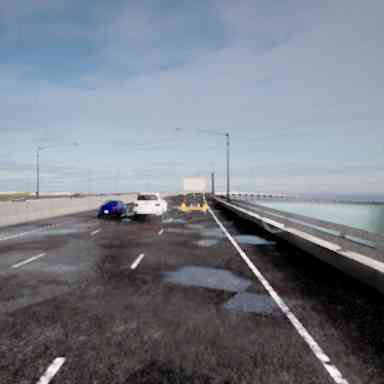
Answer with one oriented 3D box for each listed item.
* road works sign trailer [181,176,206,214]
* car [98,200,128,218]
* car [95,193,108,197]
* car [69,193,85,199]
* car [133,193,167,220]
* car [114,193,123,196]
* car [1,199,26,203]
[{"bbox_3d":[0.205,0.289,32.351,2.380,3.560,2.880,0,0,1],"label":"road works sign trailer"},{"bbox_3d":[-6.730,1.372,28.567,1.812,1.442,4.674,0,0,1],"label":"car"},{"bbox_3d":[-19.994,1.059,73.198,1.882,1.535,5.008,0,0,2],"label":"car"},{"bbox_3d":[-23.618,0.970,68.460,2.097,1.767,4.553,0,0,1],"label":"car"},{"bbox_3d":[-3.251,1.078,26.678,2.150,2.045,5.566,0,0,1],"label":"car"},{"bbox_3d":[-16.445,1.006,74.910,1.812,1.442,4.674,0,0,2],"label":"car"},{"bbox_3d":[-17.377,1.389,32.419,1.994,1.385,4.181,0,0,1],"label":"car"}]
